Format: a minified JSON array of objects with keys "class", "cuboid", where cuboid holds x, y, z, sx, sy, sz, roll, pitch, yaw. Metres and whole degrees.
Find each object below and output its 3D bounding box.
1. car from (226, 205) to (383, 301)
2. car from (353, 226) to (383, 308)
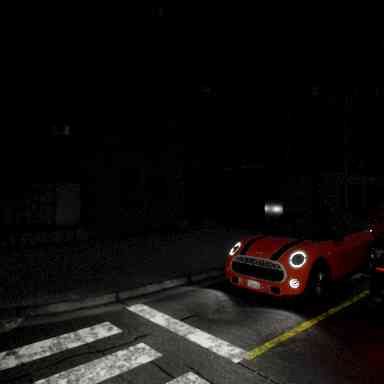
[{"class":"car","cuboid":[2.907,1.323,8.433,4.553,1.767,2.097,0,0,-43]},{"class":"car","cuboid":[5.277,1.491,6.778,4.892,1.490,1.837,0,0,-43]}]
